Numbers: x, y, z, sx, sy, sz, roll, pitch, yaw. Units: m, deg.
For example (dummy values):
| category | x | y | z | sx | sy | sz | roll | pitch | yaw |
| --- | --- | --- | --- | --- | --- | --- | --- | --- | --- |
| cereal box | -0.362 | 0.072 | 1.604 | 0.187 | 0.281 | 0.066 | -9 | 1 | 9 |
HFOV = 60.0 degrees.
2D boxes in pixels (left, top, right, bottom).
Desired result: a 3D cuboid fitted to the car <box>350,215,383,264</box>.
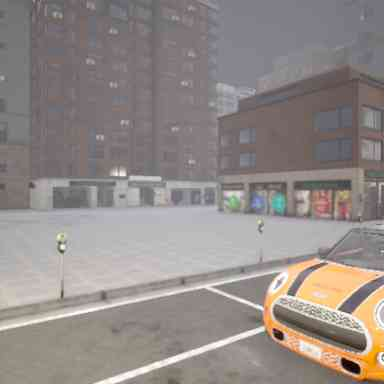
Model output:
| category | x | y | z | sx | sy | sz | roll | pitch | yaw |
| --- | --- | --- | --- | --- | --- | --- | --- | --- | --- |
| car | 7.706 | 1.557 | 11.680 | 4.403 | 1.369 | 2.008 | 0 | 0 | -35 |

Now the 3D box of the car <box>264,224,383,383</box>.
| category | x | y | z | sx | sy | sz | roll | pitch | yaw |
| --- | --- | --- | --- | --- | --- | --- | --- | --- | --- |
| car | 3.290 | 1.355 | 5.417 | 4.553 | 1.767 | 2.097 | 0 | 0 | -35 |
